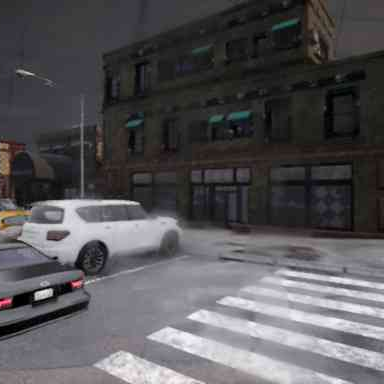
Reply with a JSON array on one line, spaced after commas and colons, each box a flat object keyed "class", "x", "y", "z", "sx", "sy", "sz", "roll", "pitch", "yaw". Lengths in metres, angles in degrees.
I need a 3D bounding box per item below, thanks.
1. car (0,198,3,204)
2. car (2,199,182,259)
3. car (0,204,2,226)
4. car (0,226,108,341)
[{"class": "car", "x": -9.363, "y": 1.289, "z": 15.672, "sx": 2.435, "sy": 2.045, "sz": 5.566, "roll": 0, "pitch": 0, "yaw": 36}, {"class": "car", "x": -2.628, "y": 1.264, "z": 10.866, "sx": 2.435, "sy": 2.045, "sz": 5.566, "roll": 0, "pitch": 0, "yaw": 36}, {"class": "car", "x": -4.771, "y": 1.398, "z": 12.398, "sx": 2.185, "sy": 1.767, "sz": 4.553, "roll": 0, "pitch": 0, "yaw": 36}, {"class": "car", "x": -4.238, "y": 1.576, "z": 6.408, "sx": 5.357, "sy": 1.411, "sz": 2.033, "roll": 0, "pitch": 0, "yaw": 36}]
